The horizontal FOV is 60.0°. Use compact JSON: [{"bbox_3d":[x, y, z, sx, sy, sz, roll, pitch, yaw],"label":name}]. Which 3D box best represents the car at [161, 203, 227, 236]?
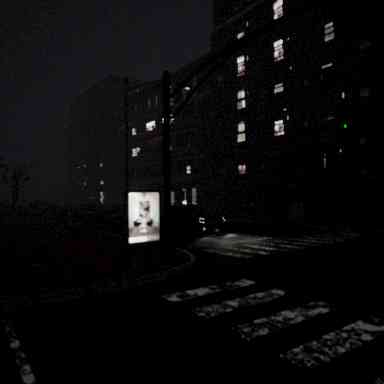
[{"bbox_3d":[0.054,1.583,20.219,2.097,1.767,4.553,-1,-1,-37],"label":"car"}]

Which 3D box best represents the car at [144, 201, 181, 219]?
[{"bbox_3d":[-3.094,1.818,34.570,1.967,1.590,4.097,-2,0,-36],"label":"car"}]

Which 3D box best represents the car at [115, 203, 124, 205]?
[{"bbox_3d":[-7.690,1.937,36.294,1.882,1.535,5.008,-1,-1,-36],"label":"car"}]

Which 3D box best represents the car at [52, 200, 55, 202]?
[{"bbox_3d":[-20.744,2.191,49.000,1.812,1.442,4.674,-1,-1,-36],"label":"car"}]

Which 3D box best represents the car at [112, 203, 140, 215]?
[{"bbox_3d":[-8.361,2.091,41.745,1.802,1.307,4.206,-2,0,-36],"label":"car"}]

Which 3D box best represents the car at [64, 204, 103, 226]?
[{"bbox_3d":[-8.769,1.966,27.685,2.008,1.369,4.403,-2,0,-36],"label":"car"}]

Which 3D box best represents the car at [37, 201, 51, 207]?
[{"bbox_3d":[-34.596,2.730,77.754,1.947,1.339,4.313,-2,0,-36],"label":"car"}]

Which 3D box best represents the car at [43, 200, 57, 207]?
[{"bbox_3d":[-31.328,2.522,73.247,1.967,1.590,4.097,-2,0,-36],"label":"car"}]

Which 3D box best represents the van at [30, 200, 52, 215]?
[{"bbox_3d":[-19.788,2.032,43.032,1.690,1.788,3.998,-2,0,-36],"label":"van"}]

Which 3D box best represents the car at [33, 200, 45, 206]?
[{"bbox_3d":[-37.868,2.792,82.262,1.887,1.381,4.507,-2,0,-36],"label":"car"}]

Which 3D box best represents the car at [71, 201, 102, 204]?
[{"bbox_3d":[-10.906,2.006,35.287,1.837,1.490,4.892,-1,0,-36],"label":"car"}]

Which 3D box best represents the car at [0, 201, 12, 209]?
[{"bbox_3d":[-38.107,2.700,68.325,2.008,1.369,4.403,-2,0,-36],"label":"car"}]

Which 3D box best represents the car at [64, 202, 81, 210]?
[{"bbox_3d":[-21.510,2.418,59.726,1.802,1.307,4.206,-2,0,-36],"label":"car"}]

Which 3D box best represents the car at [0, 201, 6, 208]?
[{"bbox_3d":[-44.650,2.859,77.339,1.887,1.381,4.507,-2,0,-36],"label":"car"}]

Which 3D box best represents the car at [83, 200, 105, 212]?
[{"bbox_3d":[-14.968,2.113,50.715,1.967,1.590,4.097,-2,0,-36],"label":"car"}]

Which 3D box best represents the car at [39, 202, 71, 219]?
[{"bbox_3d":[-14.858,2.112,36.152,1.887,1.381,4.507,-2,0,-36],"label":"car"}]

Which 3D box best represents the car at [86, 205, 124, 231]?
[{"bbox_3d":[-5.497,1.885,23.178,2.008,1.369,4.403,-2,0,-36],"label":"car"}]
